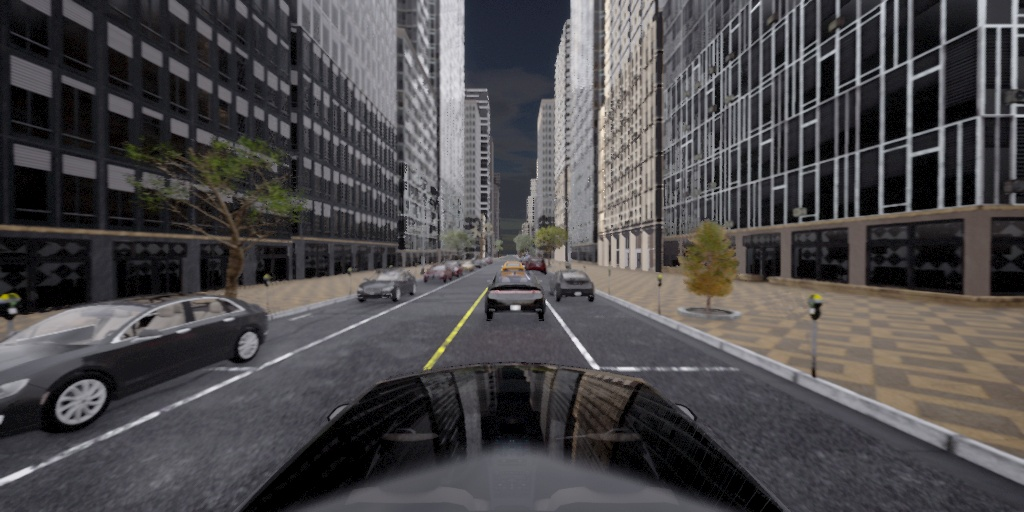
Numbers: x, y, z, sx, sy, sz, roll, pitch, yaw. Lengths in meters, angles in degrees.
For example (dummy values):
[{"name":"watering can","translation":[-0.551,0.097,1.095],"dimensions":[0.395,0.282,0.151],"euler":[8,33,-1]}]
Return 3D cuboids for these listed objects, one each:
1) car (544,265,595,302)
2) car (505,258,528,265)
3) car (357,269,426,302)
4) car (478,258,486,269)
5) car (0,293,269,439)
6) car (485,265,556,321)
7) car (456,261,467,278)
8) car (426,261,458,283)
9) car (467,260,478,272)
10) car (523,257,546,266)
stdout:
[{"name":"car","translation":[2.689,1.298,16.775],"dimensions":[2.007,1.370,4.403],"euler":[0,0,0]},{"name":"car","translation":[0.102,1.223,30.469],"dimensions":[1.882,1.535,5.008],"euler":[0,0,0]},{"name":"car","translation":[-5.692,1.298,16.775],"dimensions":[2.007,1.370,4.403],"euler":[0,0,0]},{"name":"car","translation":[-5.693,1.305,56.561],"dimensions":[1.948,1.339,4.313],"euler":[0,0,0]},{"name":"car","translation":[-5.692,1.300,5.408],"dimensions":[2.007,1.370,4.403],"euler":[0,0,0]},{"name":"car","translation":[0.098,1.240,12.483],"dimensions":[2.128,1.511,4.902],"euler":[0,0,0]},{"name":"car","translation":[-5.692,1.184,33.826],"dimensions":[1.967,1.591,4.097],"euler":[0,0,0]},{"name":"car","translation":[-5.692,1.327,28.143],"dimensions":[1.802,1.307,4.207],"euler":[0,0,0]},{"name":"car","translation":[-5.692,1.267,45.024],"dimensions":[1.751,1.417,4.829],"euler":[0,0,0]},{"name":"car","translation":[2.688,1.058,39.511],"dimensions":[2.192,1.841,5.009],"euler":[0,0,0]}]
